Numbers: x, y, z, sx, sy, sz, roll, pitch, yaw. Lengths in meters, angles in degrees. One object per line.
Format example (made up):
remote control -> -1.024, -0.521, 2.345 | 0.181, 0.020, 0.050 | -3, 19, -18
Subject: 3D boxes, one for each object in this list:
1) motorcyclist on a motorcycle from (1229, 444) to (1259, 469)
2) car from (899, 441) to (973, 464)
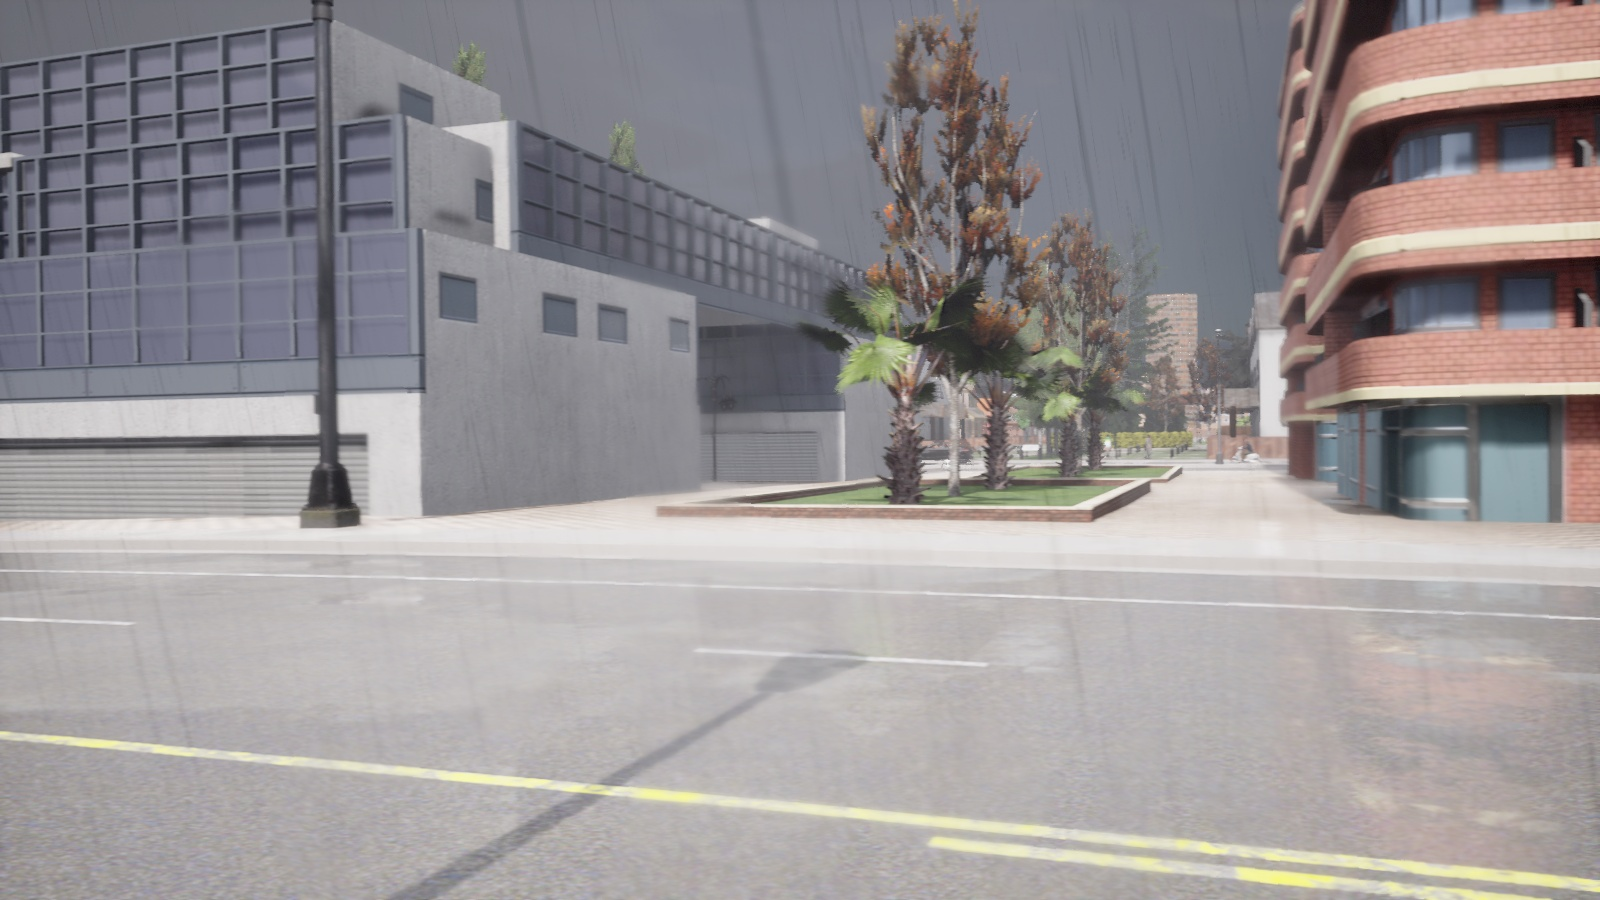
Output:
motorcyclist on a motorcycle -> 28.581, 0.387, 80.928 | 1.817, 1.590, 0.866 | 0, 1, 18
car -> 9.849, 0.173, 90.883 | 5.027, 1.651, 2.152 | 0, 1, 18
